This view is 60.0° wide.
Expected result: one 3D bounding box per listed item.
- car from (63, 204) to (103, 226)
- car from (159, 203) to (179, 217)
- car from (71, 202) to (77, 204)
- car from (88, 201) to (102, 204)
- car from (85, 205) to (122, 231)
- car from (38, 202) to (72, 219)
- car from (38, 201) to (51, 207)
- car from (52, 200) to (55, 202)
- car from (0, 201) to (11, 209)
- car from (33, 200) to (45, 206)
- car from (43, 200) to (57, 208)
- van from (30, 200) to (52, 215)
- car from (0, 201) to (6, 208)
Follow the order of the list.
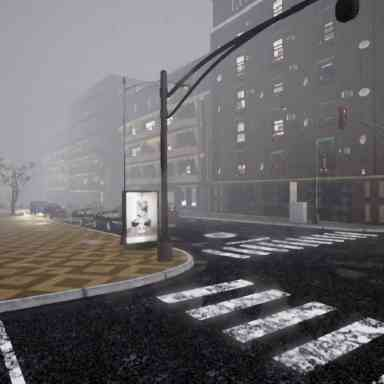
[{"bbox_3d":[-8.818,1.969,27.632,2.008,1.369,4.403,-2,0,-36],"label":"car"},{"bbox_3d":[-3.132,1.824,34.506,1.967,1.590,4.097,-2,0,-36],"label":"car"},{"bbox_3d":[-21.504,2.425,59.695,1.802,1.307,4.206,-2,0,-36],"label":"car"},{"bbox_3d":[-14.977,2.119,50.672,1.967,1.590,4.097,-2,0,-36],"label":"car"},{"bbox_3d":[-5.554,1.888,23.119,2.008,1.369,4.403,-2,0,-36],"label":"car"},{"bbox_3d":[-14.893,2.115,36.109,1.887,1.381,4.507,-2,0,-36],"label":"car"},{"bbox_3d":[-34.559,2.737,77.745,1.947,1.339,4.313,-2,0,-36],"label":"car"},{"bbox_3d":[-25.350,2.471,60.605,1.994,1.385,4.181,-1,-1,-36],"label":"car"},{"bbox_3d":[-38.087,2.704,68.323,2.008,1.369,4.403,-2,0,-36],"label":"car"},{"bbox_3d":[-37.823,2.798,82.258,1.887,1.381,4.507,-2,0,-36],"label":"car"},{"bbox_3d":[-31.299,2.529,73.233,1.967,1.590,4.097,-2,0,-36],"label":"car"},{"bbox_3d":[-19.811,2.036,42.997,1.690,1.788,3.998,-2,0,-36],"label":"van"},{"bbox_3d":[-44.614,2.863,77.348,1.887,1.381,4.507,-2,0,-36],"label":"car"}]
